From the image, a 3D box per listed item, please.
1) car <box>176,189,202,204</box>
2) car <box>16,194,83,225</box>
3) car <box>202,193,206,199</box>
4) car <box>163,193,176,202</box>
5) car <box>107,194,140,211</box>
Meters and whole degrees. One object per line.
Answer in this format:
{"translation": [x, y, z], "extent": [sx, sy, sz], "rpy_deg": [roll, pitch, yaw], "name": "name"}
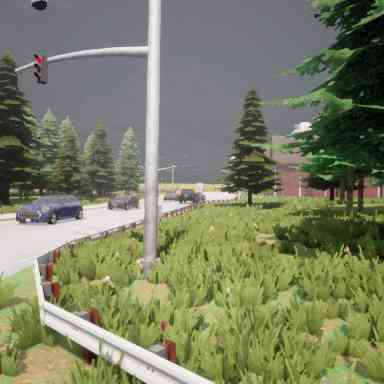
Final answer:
{"translation": [-0.349, 0.590, 46.834], "extent": [2.150, 2.045, 5.566], "rpy_deg": [1, 1, 9], "name": "car"}
{"translation": [-8.662, 0.950, 20.627], "extent": [2.097, 1.767, 4.553], "rpy_deg": [1, 1, 10], "name": "car"}
{"translation": [1.232, 0.786, 57.389], "extent": [2.033, 1.411, 5.357], "rpy_deg": [1, 1, 9], "name": "car"}
{"translation": [-3.187, 0.790, 52.250], "extent": [1.994, 1.385, 4.181], "rpy_deg": [1, 1, 9], "name": "car"}
{"translation": [-6.521, 0.971, 32.155], "extent": [1.837, 1.490, 4.892], "rpy_deg": [1, 1, 10], "name": "car"}
